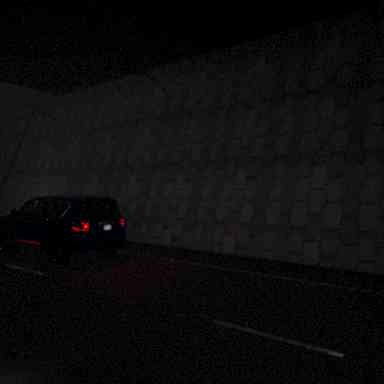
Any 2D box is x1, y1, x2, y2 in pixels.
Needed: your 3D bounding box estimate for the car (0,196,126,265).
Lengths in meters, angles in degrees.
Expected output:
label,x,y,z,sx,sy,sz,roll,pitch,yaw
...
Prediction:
label,x,y,z,sx,sy,sz,roll,pitch,yaw
car,-4.755,1.157,11.703,5.566,2.045,2.150,0,0,36
